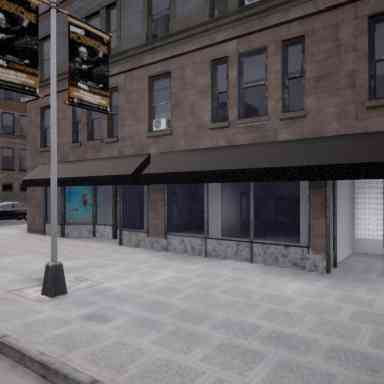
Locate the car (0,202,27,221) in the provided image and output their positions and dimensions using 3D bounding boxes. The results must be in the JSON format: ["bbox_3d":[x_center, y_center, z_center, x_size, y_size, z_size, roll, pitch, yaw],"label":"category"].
[{"bbox_3d":[-14.158,1.545,25.258,1.837,1.490,4.892,0,0,37],"label":"car"}]
